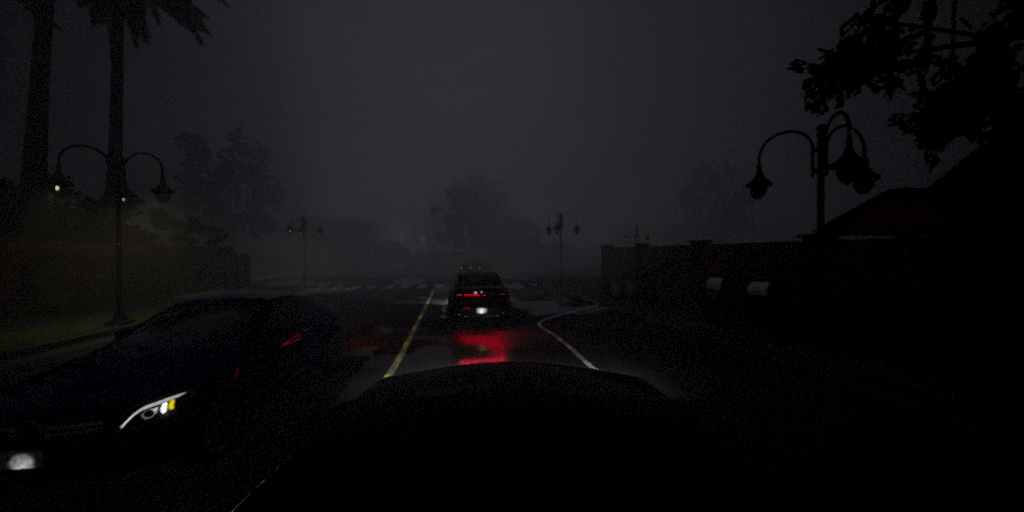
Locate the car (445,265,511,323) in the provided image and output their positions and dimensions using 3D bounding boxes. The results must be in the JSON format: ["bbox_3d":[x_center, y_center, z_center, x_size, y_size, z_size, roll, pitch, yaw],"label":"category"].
[{"bbox_3d":[-1.206,1.227,12.163,1.837,1.490,4.892,0,0,-9],"label":"car"}]

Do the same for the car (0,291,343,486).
[{"bbox_3d":[-3.917,1.275,5.020,1.812,1.442,4.674,0,0,-6],"label":"car"}]

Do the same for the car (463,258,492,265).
[{"bbox_3d":[-2.968,1.029,32.027,2.097,1.767,4.553,0,0,13],"label":"car"}]
